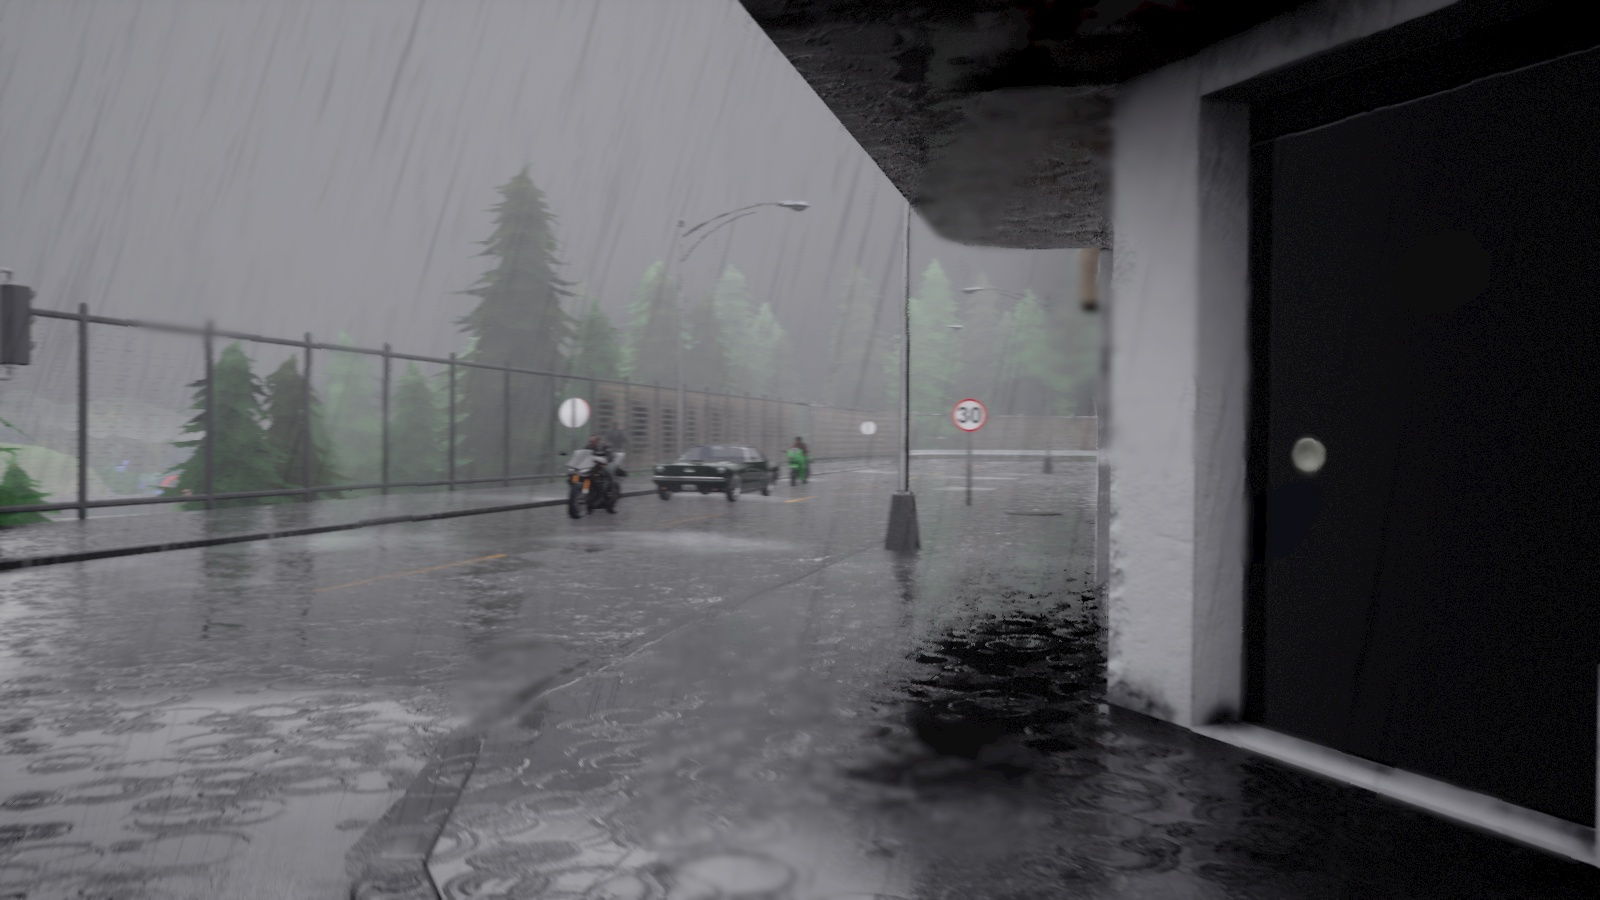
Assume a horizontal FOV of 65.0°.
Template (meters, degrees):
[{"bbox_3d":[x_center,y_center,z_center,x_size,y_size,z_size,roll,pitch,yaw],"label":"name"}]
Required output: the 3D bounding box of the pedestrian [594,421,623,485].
[{"bbox_3d":[-5.692,0.099,37.414,0.563,1.883,0.849,0,1,14],"label":"pedestrian"}]

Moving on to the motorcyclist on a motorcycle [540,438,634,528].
[{"bbox_3d":[-3.821,0.561,22.749,0.866,1.530,2.191,0,1,14],"label":"motorcyclist on a motorcycle"}]

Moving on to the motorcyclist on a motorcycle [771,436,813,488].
[{"bbox_3d":[-0.230,0.332,37.791,0.797,1.523,2.044,0,1,14],"label":"motorcyclist on a motorcycle"}]

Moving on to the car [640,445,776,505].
[{"bbox_3d":[-2.086,0.541,30.052,1.895,1.301,4.718,0,1,13],"label":"car"}]
